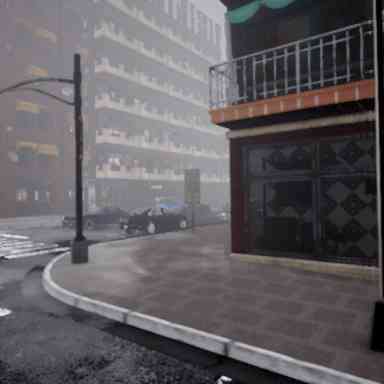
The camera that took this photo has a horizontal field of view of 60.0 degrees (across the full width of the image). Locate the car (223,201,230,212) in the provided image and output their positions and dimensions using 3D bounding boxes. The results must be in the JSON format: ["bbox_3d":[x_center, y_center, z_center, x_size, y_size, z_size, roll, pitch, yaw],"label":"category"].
[{"bbox_3d":[5.329,1.316,37.270,2.097,1.767,4.553,-2,-1,35],"label":"car"}]

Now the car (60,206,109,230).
[{"bbox_3d":[-5.987,1.609,21.477,1.895,1.301,4.718,-1,-1,33],"label":"car"}]

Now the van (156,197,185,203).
[{"bbox_3d":[-1.850,1.377,31.481,1.690,1.788,3.998,-1,-1,36],"label":"van"}]

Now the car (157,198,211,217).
[{"bbox_3d":[-0.352,1.532,29.338,2.033,1.411,5.357,-2,-1,35],"label":"car"}]

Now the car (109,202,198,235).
[{"bbox_3d":[-1.936,1.443,17.836,2.008,1.369,4.403,-1,-1,36],"label":"car"}]
